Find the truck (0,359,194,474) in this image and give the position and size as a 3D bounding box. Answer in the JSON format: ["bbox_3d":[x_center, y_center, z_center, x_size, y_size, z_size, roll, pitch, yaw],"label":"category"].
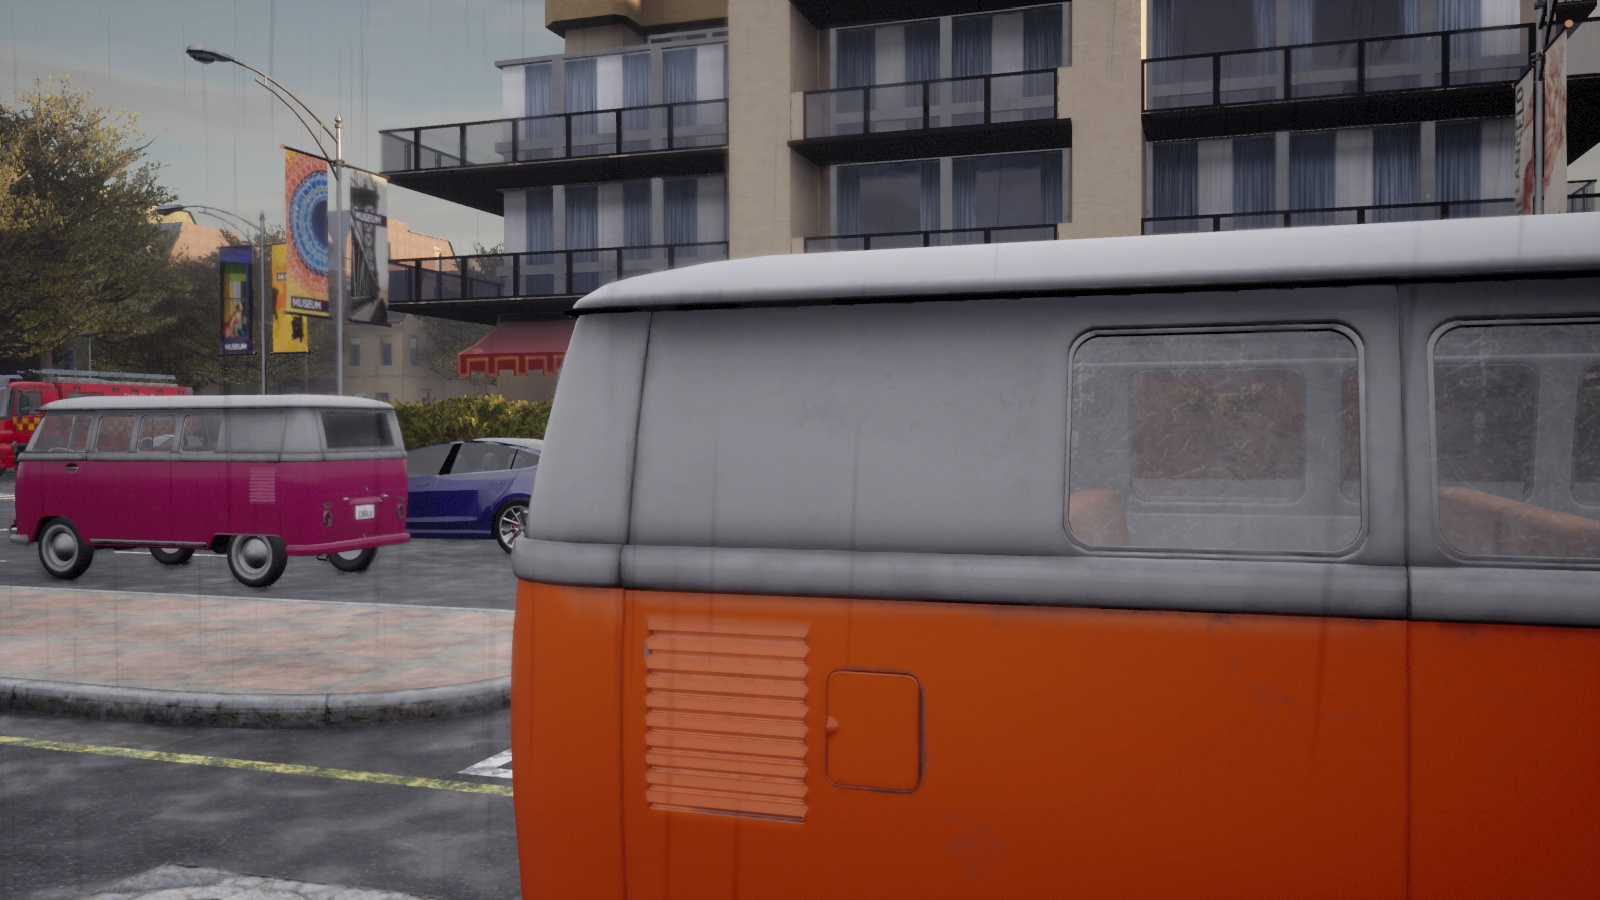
[{"bbox_3d":[-26.770,-1.180,46.298,2.891,3.827,8.468,1,1,18],"label":"truck"}]

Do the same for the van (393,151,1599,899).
[{"bbox_3d":[1.570,0.543,2.661,4.442,1.987,1.775,1,1,19],"label":"van"}]

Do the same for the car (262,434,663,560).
[{"bbox_3d":[-4.484,0.540,16.834,4.792,1.488,2.163,1,1,19],"label":"car"}]

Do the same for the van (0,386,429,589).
[{"bbox_3d":[-6.511,0.334,13.820,4.442,1.987,1.775,1,1,19],"label":"van"}]
